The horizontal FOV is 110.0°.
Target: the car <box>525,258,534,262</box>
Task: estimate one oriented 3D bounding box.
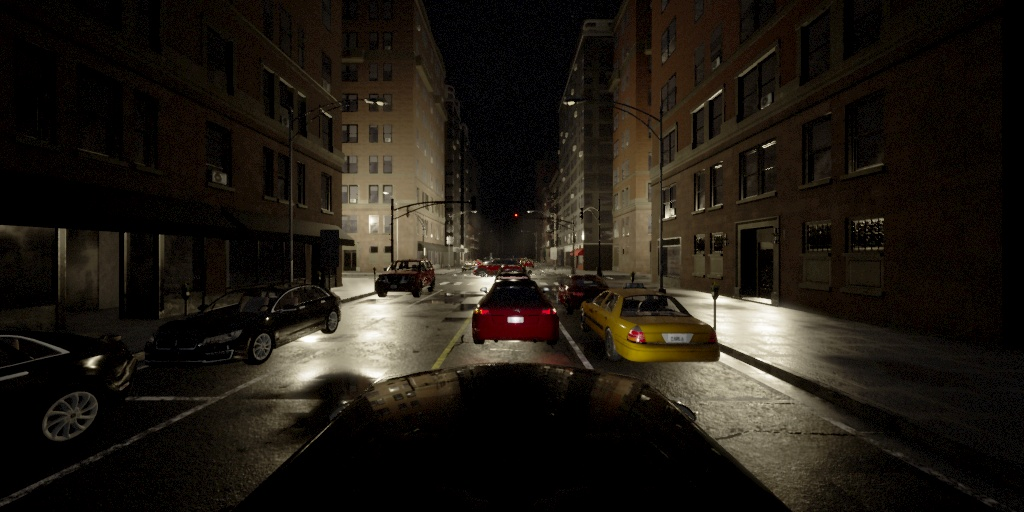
[{"bbox_3d":[2.760,1.176,61.521,1.967,1.591,4.097,0,0,0],"label":"car"}]

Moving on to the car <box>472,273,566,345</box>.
[{"bbox_3d":[0.082,1.313,9.550,1.994,1.385,4.181,0,0,0],"label":"car"}]

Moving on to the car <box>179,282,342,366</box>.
[{"bbox_3d":[-5.377,1.300,7.894,2.007,1.370,4.403,0,0,0],"label":"car"}]

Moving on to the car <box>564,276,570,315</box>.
[{"bbox_3d":[2.659,1.330,13.281,1.802,1.307,4.207,0,0,0],"label":"car"}]

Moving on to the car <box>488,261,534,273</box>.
[{"bbox_3d":[0.035,1.239,19.420,2.128,1.511,4.902,0,0,0],"label":"car"}]

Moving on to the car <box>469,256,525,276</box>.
[{"bbox_3d":[-1.336,1.101,33.280,4.553,1.767,2.097,0,0,0],"label":"car"}]

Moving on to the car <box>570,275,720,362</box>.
[{"bbox_3d":[2.648,1.275,8.038,1.751,1.417,4.829,0,0,0],"label":"car"}]

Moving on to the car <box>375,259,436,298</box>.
[{"bbox_3d":[-5.354,1.062,18.719,2.192,1.841,5.009,0,0,0],"label":"car"}]

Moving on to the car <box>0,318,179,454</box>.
[{"bbox_3d":[-5.388,1.300,2.481,2.007,1.370,4.403,0,0,0],"label":"car"}]

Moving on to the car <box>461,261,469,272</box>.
[{"bbox_3d":[-5.299,1.293,45.182,2.007,1.370,4.403,0,0,0],"label":"car"}]
